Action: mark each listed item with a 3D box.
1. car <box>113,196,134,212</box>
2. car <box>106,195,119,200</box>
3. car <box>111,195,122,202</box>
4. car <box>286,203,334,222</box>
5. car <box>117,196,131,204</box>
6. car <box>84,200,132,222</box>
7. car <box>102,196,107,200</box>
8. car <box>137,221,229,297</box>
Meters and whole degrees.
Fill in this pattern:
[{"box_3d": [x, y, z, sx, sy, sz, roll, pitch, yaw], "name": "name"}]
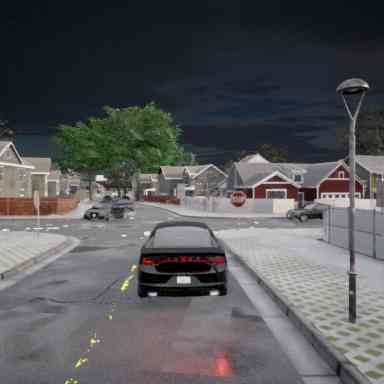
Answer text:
[{"box_3d": [-7.919, 1.564, 39.307, 2.033, 1.411, 5.357, 0, 0, -15], "name": "car"}, {"box_3d": [-12.056, 1.572, 53.254, 2.033, 1.411, 5.357, 0, 0, -19], "name": "car"}, {"box_3d": [-16.874, 1.495, 74.471, 1.882, 1.535, 5.008, 0, 0, -19], "name": "car"}, {"box_3d": [9.947, 1.633, 26.981, 4.674, 1.442, 1.812, 1, 1, -15], "name": "car"}, {"box_3d": [-13.300, 1.513, 65.011, 1.837, 1.490, 4.892, 0, 0, -21], "name": "car"}, {"box_3d": [-6.720, 1.559, 26.245, 1.994, 1.385, 4.181, 2, -1, 12], "name": "car"}, {"box_3d": [-17.162, 1.534, 67.174, 1.837, 1.490, 4.892, 0, 0, -21], "name": "car"}, {"box_3d": [-0.271, 1.476, 8.633, 1.882, 1.535, 5.008, 0, 0, -3], "name": "car"}]
